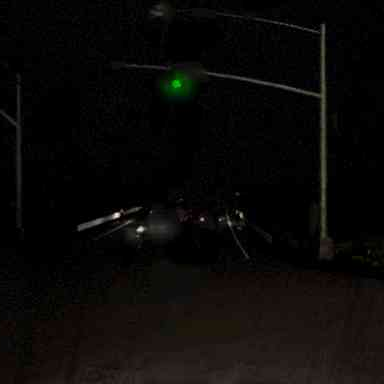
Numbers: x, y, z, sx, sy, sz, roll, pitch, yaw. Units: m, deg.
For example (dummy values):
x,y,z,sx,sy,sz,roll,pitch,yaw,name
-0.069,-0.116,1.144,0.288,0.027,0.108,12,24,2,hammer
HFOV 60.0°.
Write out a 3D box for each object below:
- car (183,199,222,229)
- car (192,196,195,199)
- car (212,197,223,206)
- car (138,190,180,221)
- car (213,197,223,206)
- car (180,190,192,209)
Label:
x,y,z,sx,sy,sz,roll,pitch,yaw,name
0.728,1.489,21.634,1.994,1.385,4.181,0,3,4,car
-0.442,1.239,46.706,2.033,1.411,5.357,0,-2,7,car
3.831,1.462,52.559,1.812,1.442,4.674,0,-2,6,car
-2.551,0.982,25.706,2.150,2.045,5.566,0,2,5,car
4.883,1.781,62.670,1.882,1.535,5.008,0,-2,5,car
-1.617,0.760,36.151,2.150,2.045,5.566,0,0,6,car
